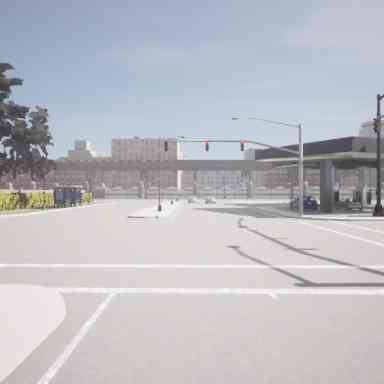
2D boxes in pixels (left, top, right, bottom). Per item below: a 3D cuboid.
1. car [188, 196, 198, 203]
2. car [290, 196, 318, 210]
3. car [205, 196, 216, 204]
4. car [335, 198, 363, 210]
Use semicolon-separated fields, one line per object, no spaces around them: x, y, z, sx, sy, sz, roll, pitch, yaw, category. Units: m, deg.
0.192;1.525;66.125;1.812;1.442;4.674;0;0;0;car
13.263;1.295;39.652;2.242;1.667;4.611;0;0;0;car
3.585;1.525;64.340;1.812;1.442;4.674;0;0;0;car
19.009;1.456;40.407;1.970;1.475;3.806;0;0;0;car
